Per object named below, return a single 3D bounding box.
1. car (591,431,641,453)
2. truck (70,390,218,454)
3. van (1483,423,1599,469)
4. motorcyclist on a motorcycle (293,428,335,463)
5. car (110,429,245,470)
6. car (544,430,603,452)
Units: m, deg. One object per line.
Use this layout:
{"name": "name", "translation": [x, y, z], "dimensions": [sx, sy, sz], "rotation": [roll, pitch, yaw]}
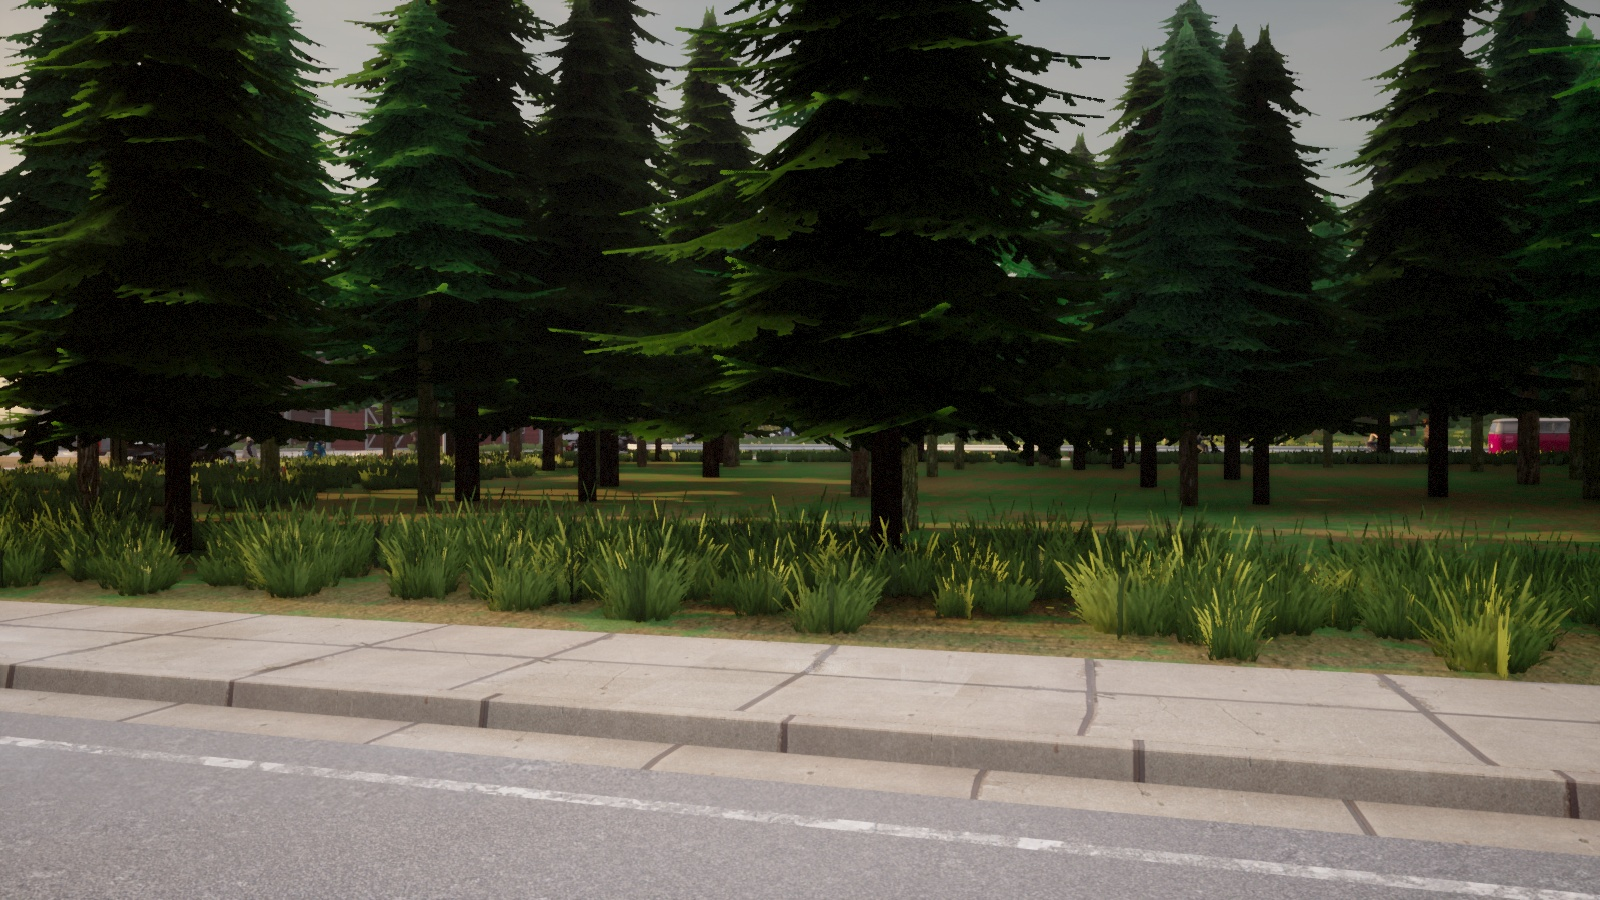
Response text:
{"name": "car", "translation": [-12.900, -0.594, 88.252], "dimensions": [1.816, 1.474, 4.193], "rotation": [0, 1, 17]}
{"name": "truck", "translation": [-40.800, -1.746, 78.091], "dimensions": [8.468, 3.827, 2.891], "rotation": [0, 1, 16]}
{"name": "van", "translation": [33.020, -0.189, 55.749], "dimensions": [4.442, 1.987, 1.775], "rotation": [1, 1, 19]}
{"name": "motorcyclist on a motorcycle", "translation": [-22.386, -0.204, 57.883], "dimensions": [0.866, 1.590, 1.817], "rotation": [1, 1, 17]}
{"name": "car", "translation": [-24.790, -0.066, 50.212], "dimensions": [1.882, 1.535, 5.008], "rotation": [1, 1, 17]}
{"name": "car", "translation": [-16.113, -0.642, 89.604], "dimensions": [2.163, 1.488, 4.792], "rotation": [1, 1, 17]}
